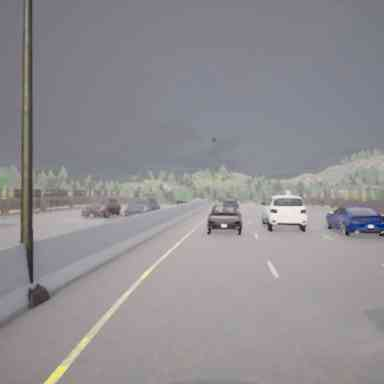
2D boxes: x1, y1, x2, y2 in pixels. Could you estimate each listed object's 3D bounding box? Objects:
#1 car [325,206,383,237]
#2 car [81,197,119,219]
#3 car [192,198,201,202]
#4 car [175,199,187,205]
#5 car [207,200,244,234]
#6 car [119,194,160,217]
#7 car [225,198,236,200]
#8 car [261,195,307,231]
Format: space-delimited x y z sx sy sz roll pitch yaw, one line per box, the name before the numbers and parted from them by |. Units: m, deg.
car | 8.864 1.496 18.361 1.882 1.535 5.008 0 0 7
car | -7.681 1.287 28.547 2.097 1.767 4.553 0 0 7
car | 1.105 1.981 68.573 1.812 1.442 4.674 0 -4 7
car | -2.371 2.021 68.982 1.895 1.301 4.718 0 -4 7
car | 1.909 1.479 19.125 2.128 1.511 4.902 0 0 7
car | -4.183 1.302 28.307 2.097 1.767 4.553 0 0 7
car | 4.798 1.480 41.684 1.837 1.490 4.892 0 0 7
car | 5.641 1.223 20.812 2.150 2.045 5.566 0 0 7
